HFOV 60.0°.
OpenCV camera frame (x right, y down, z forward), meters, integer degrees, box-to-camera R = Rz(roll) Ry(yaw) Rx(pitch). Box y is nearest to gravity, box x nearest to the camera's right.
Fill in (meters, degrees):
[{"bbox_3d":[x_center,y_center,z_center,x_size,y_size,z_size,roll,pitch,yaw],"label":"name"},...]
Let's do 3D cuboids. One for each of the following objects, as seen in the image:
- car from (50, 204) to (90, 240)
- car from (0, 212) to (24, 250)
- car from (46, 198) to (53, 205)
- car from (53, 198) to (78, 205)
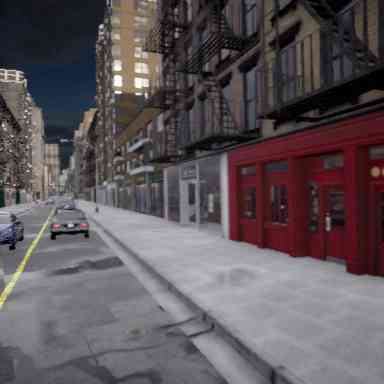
[{"bbox_3d":[-6.545,1.621,17.846,2.033,1.411,5.357,-1,0,-21],"label":"car"},{"bbox_3d":[-8.576,1.646,14.630,1.812,1.442,4.674,-1,0,-21],"label":"car"},{"bbox_3d":[-32.667,2.100,76.834,2.128,1.511,4.902,-1,0,-21],"label":"car"},{"bbox_3d":[-12.939,1.529,34.389,2.097,1.767,4.553,-1,0,-21],"label":"car"}]
